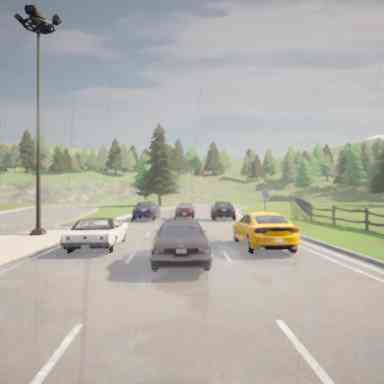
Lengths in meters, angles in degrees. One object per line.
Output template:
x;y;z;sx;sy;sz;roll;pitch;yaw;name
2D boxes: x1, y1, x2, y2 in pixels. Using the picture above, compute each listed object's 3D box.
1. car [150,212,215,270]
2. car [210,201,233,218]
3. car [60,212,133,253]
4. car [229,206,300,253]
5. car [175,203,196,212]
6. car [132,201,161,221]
-0.378;1.654;11.394;2.033;1.411;5.357;0;0;-2;car
2.839;1.621;31.158;2.097;1.767;4.553;0;-1;1;car
-3.996;1.751;14.440;1.895;1.301;4.718;0;-1;-2;car
3.012;1.594;14.320;1.882;1.535;5.008;0;0;-2;car
-0.645;1.821;32.291;1.812;1.442;4.674;0;-1;1;car
-4.162;1.651;30.855;2.097;1.767;4.553;0;-1;1;car
